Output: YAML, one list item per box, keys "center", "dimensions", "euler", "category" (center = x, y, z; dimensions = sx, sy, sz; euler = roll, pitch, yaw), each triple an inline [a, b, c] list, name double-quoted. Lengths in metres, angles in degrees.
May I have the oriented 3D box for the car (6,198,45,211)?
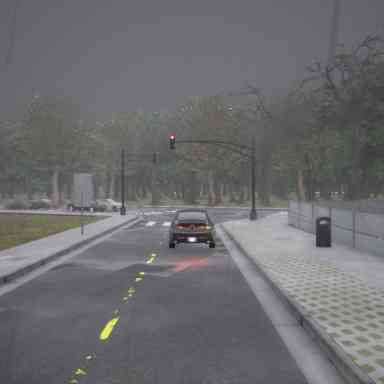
- center: [-20.780, 1.574, 40.977]
  dimensions: [4.181, 1.385, 1.994]
  euler: [0, 0, 23]
  category: "car"

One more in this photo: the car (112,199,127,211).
- center: [-9.951, 1.535, 39.838]
  dimensions: [4.674, 1.442, 1.812]
  euler: [0, 0, 25]
  category: "car"

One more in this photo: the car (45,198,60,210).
- center: [-19.653, 1.548, 44.026]
  dimensions: [4.674, 1.442, 1.812]
  euler: [0, 0, 24]
  category: "car"

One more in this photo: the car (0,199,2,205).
- center: [-35.315, 1.553, 58.032]
  dimensions: [4.902, 1.511, 2.128]
  euler: [0, 0, 24]
  category: "car"

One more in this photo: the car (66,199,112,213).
- center: [-11.742, 1.503, 37.068]
  dimensions: [4.892, 1.490, 1.837]
  euler: [0, 0, 23]
  category: "car"

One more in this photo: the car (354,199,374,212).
- center: [16.223, 1.465, 32.251]
  dimensions: [4.902, 1.511, 2.128]
  euler: [0, 0, 22]
  category: "car"

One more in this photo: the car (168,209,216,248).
- center: [0.008, 1.507, 14.713]
  dimensions: [1.837, 1.490, 4.892]
  euler: [0, 0, 0]
  category: "car"
